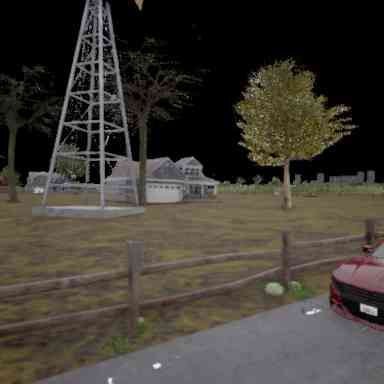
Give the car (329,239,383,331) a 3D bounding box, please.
[{"bbox_3d":[4.645,1.477,6.380,5.008,1.535,1.882,0,0,-36],"label":"car"}]
